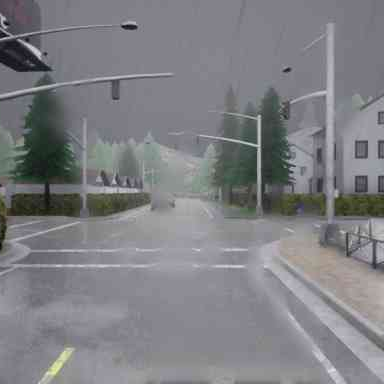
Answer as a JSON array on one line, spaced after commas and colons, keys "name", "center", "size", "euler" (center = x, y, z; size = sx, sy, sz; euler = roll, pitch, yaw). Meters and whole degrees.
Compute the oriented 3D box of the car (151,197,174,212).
[{"name": "car", "center": [-3.553, 1.547, 38.420], "size": [2.033, 1.411, 5.357], "euler": [0, 0, 0]}]
